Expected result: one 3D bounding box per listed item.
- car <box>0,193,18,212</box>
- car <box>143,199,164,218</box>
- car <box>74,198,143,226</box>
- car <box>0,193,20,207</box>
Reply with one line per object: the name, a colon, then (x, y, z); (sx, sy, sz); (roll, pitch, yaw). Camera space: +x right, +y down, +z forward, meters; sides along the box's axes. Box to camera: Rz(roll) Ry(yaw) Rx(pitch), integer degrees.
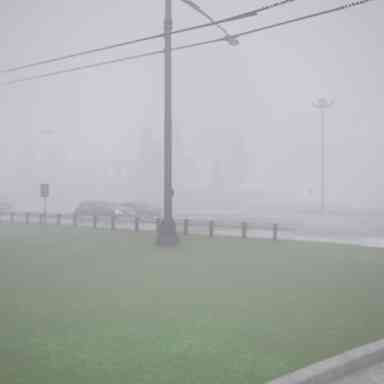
car: (-21.798, 1.203, 35.837); (5.566, 2.045, 2.150); (0, 0, 28)
car: (-4.438, 1.508, 26.518); (4.892, 1.490, 1.837); (0, 0, 28)
car: (-6.120, 1.350, 23.448); (4.553, 1.767, 2.097); (0, 0, 28)
car: (-29.696, 1.198, 52.014); (5.566, 2.045, 2.150); (0, 0, 28)
